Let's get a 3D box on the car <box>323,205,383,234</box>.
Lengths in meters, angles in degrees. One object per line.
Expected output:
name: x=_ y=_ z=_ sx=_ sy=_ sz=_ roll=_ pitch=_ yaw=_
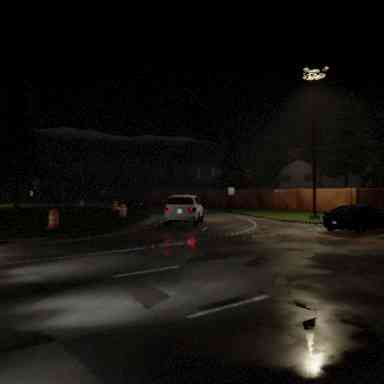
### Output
car: x=9.631 y=1.474 z=19.213 sx=5.008 sy=1.535 sz=1.882 roll=0 pitch=0 yaw=-36

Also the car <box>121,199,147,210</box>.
car: x=-7.759 y=1.559 z=43.897 sx=1.994 sy=1.385 sz=4.181 roll=0 pitch=0 yaw=-39

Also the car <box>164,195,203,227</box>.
car: x=-0.489 y=1.218 z=22.788 sx=2.150 sy=2.045 sz=5.566 roll=1 pitch=0 yaw=6
